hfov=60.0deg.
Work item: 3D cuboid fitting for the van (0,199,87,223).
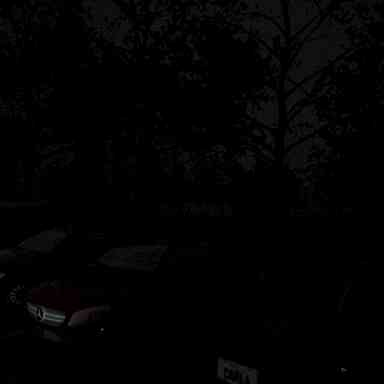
[{"bbox_3d":[-5.183,1.226,9.305,1.878,1.987,4.442,0,1,35],"label":"van"}]

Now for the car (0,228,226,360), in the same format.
[{"bbox_3d":[-0.666,1.516,6.240,2.002,1.452,4.674,0,0,36],"label":"car"}]

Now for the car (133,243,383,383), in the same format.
[{"bbox_3d":[1.719,1.511,4.569,2.163,1.488,4.792,0,0,36],"label":"car"}]

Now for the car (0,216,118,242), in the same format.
[{"bbox_3d":[-2.933,1.503,7.858,2.002,1.452,4.674,0,0,36],"label":"car"}]
